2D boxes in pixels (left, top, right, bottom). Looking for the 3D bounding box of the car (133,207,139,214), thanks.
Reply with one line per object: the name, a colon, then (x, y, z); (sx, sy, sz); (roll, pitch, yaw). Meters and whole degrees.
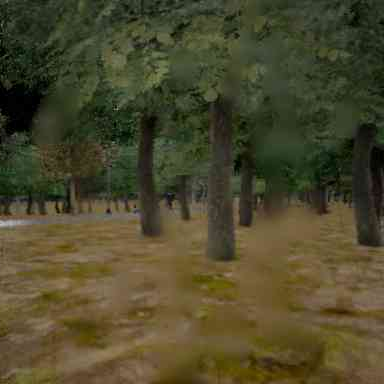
car: (-8.705, 3.242, 60.301); (2.033, 1.411, 5.357); (0, -2, 20)
